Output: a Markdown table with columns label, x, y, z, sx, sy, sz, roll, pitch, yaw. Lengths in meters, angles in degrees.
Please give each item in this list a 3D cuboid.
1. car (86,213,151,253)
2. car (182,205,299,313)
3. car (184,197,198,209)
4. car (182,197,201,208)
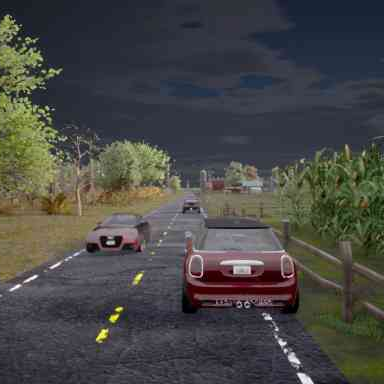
| label | x | y | z | sx | sy | sz | roll | pitch | yaw |
| --- | --- | --- | --- | --- | --- | --- | --- | --- | --- |
| car | -2.799 | 1.560 | 13.465 | 1.994 | 1.385 | 4.181 | 0 | 0 | 0 |
| car | 0.873 | 1.350 | 7.800 | 2.097 | 1.767 | 4.553 | 0 | 0 | 0 |
| car | -0.110 | 1.468 | 45.903 | 1.837 | 1.490 | 4.892 | 0 | 0 | 0 |
| car | -0.061 | 1.483 | 35.993 | 1.837 | 1.490 | 4.892 | 0 | 0 | 0 |
